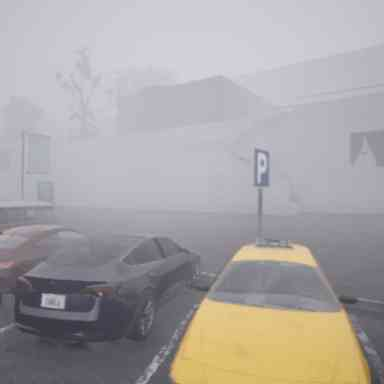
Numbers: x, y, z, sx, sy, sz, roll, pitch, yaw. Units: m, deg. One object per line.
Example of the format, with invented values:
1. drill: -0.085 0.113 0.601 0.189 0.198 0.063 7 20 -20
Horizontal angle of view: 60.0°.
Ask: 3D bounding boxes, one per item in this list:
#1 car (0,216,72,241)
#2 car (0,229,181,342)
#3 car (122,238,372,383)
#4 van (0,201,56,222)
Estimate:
1. car: -3.674 1.550 8.399 2.002 1.452 4.674 0 -1 15
2. car: -1.234 1.539 6.702 2.163 1.488 4.792 0 -1 15
3. car: 1.153 1.492 4.762 1.946 1.575 5.366 0 -1 15
4. van: -6.121 1.284 10.017 1.878 1.987 4.442 1 0 15
